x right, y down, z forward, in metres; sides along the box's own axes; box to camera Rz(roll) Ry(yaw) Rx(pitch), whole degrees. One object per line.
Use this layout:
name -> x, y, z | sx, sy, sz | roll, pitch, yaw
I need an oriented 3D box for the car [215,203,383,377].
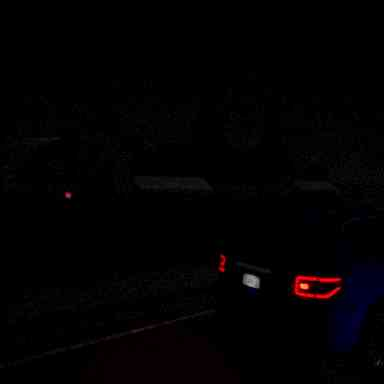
car -> 2.953, 1.212, 5.771 | 5.566, 2.045, 2.150 | 0, 0, -35
